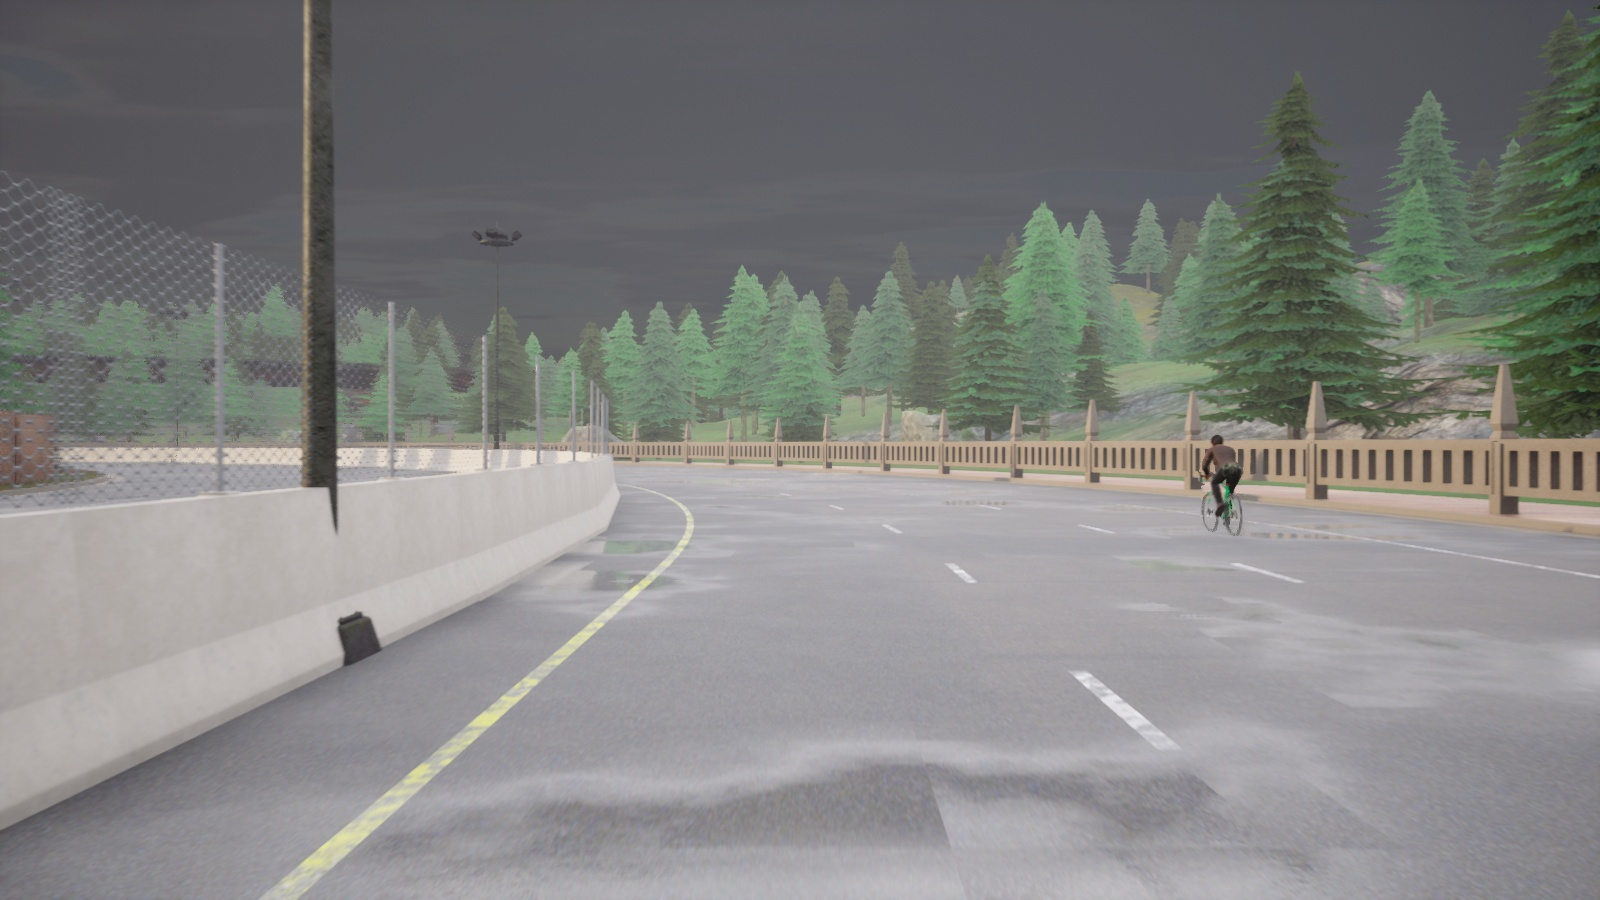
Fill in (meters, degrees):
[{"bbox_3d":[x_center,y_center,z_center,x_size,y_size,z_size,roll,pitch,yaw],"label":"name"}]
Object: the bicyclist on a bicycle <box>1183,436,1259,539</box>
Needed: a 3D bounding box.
[{"bbox_3d":[6.878,0.589,20.595,0.582,1.620,1.656,-1,0,-3],"label":"bicyclist on a bicycle"}]
